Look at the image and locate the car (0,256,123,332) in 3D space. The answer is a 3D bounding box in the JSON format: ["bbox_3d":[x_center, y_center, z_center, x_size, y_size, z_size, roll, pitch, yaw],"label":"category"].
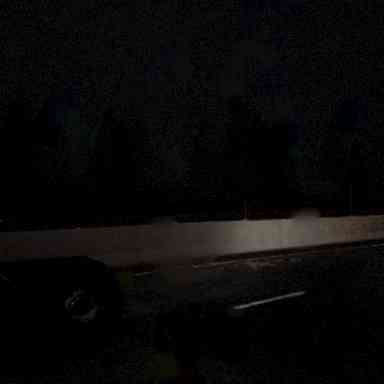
[{"bbox_3d":[-3.616,1.594,5.422,4.718,1.301,1.895,1,0,-35],"label":"car"}]
